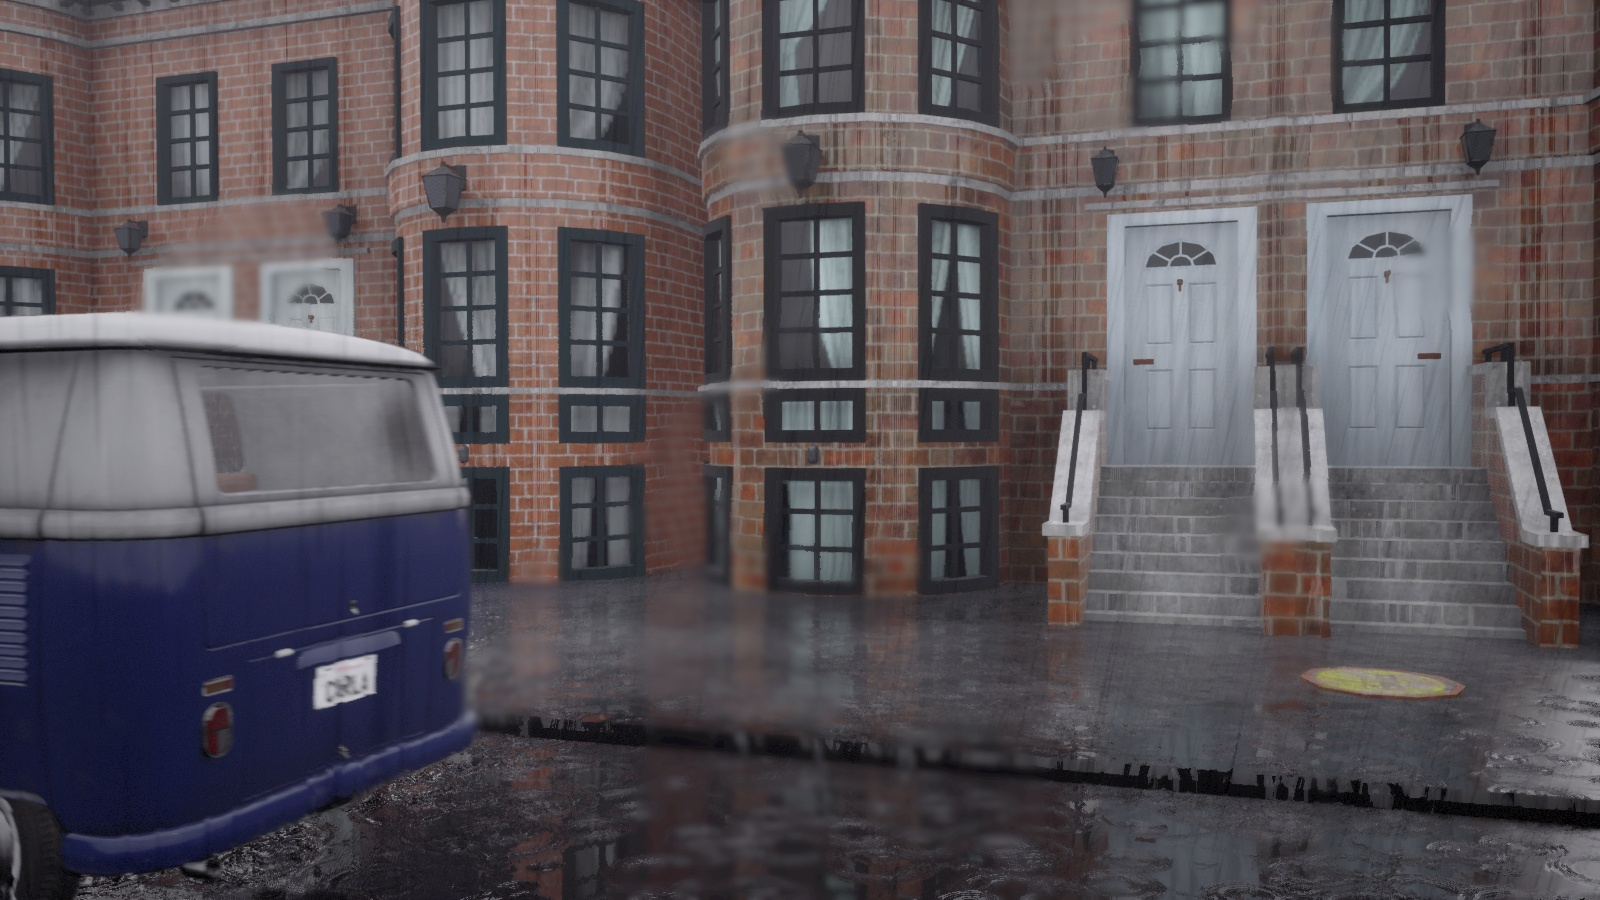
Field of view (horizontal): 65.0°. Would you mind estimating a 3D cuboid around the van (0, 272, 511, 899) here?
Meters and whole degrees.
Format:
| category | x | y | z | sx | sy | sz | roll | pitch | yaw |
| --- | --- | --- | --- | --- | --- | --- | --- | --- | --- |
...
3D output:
| category | x | y | z | sx | sy | sz | roll | pitch | yaw |
| --- | --- | --- | --- | --- | --- | --- | --- | --- | --- |
| van | -3.547 | 0.487 | 4.909 | 4.442 | 1.987 | 1.775 | 1 | 1 | 19 |
